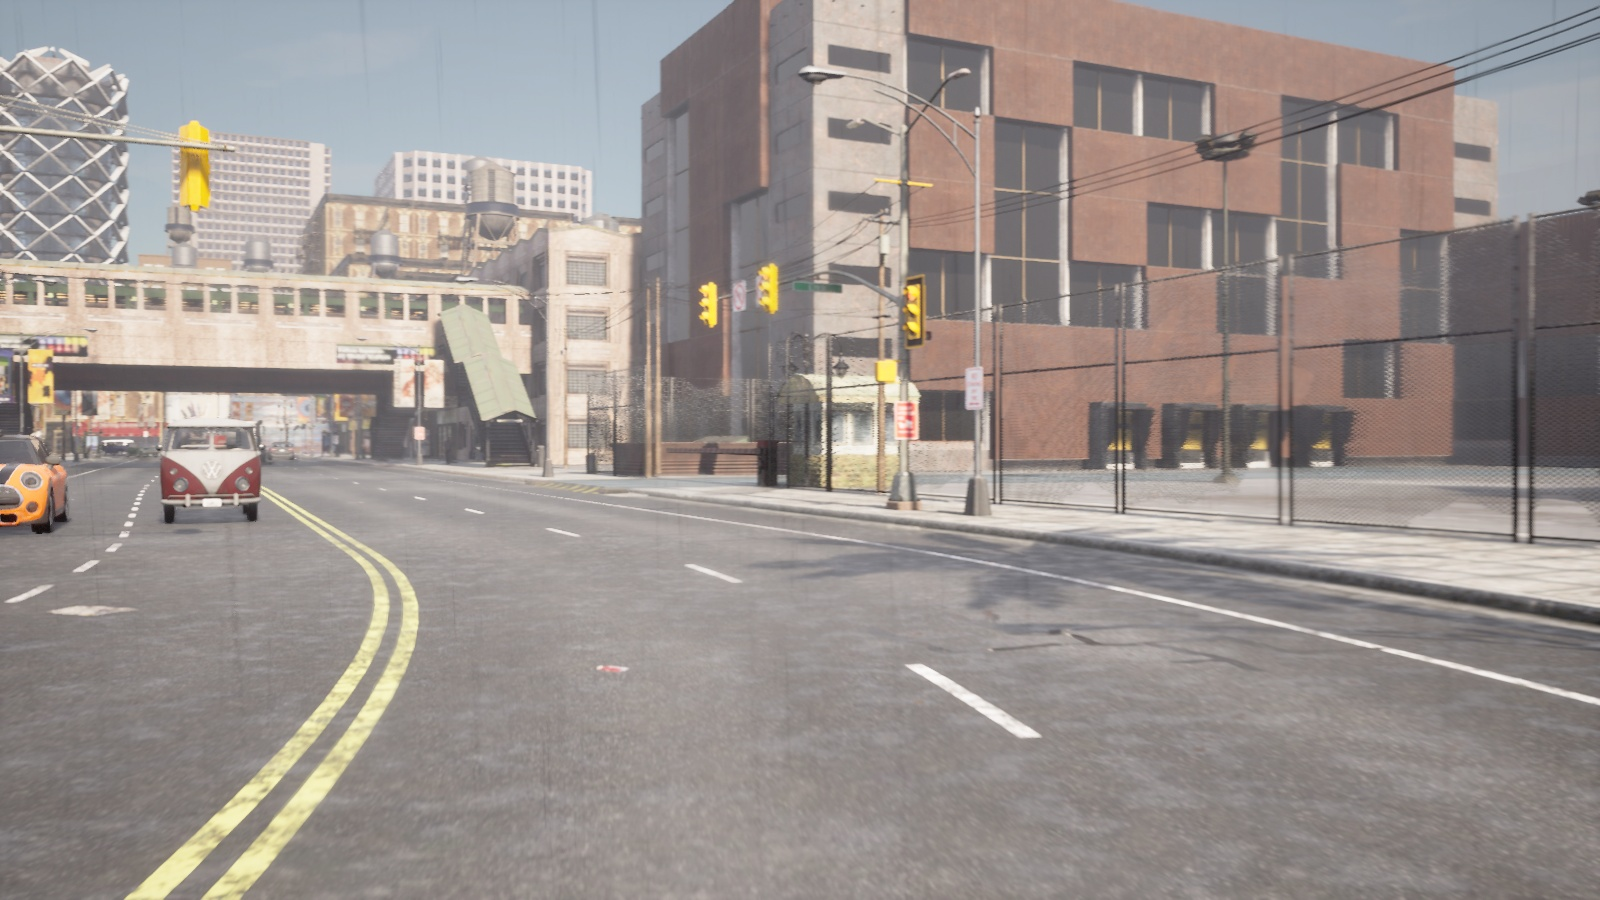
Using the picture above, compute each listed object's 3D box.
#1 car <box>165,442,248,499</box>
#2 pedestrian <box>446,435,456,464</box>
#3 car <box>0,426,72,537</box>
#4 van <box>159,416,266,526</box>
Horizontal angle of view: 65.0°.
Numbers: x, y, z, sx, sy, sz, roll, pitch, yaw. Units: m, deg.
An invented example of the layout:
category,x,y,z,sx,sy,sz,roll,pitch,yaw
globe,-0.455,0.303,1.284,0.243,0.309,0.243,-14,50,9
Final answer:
category,x,y,z,sx,sy,sz,roll,pitch,yaw
car,-16.483,0.520,34.888,1.970,1.475,3.806,0,0,-26
pedestrian,-21.699,-0.031,78.055,0.540,1.848,0.694,0,0,-20
car,-14.072,0.486,21.835,2.097,1.767,4.553,0,0,-26
van,-11.730,0.361,25.032,1.775,1.987,4.442,0,0,-26
